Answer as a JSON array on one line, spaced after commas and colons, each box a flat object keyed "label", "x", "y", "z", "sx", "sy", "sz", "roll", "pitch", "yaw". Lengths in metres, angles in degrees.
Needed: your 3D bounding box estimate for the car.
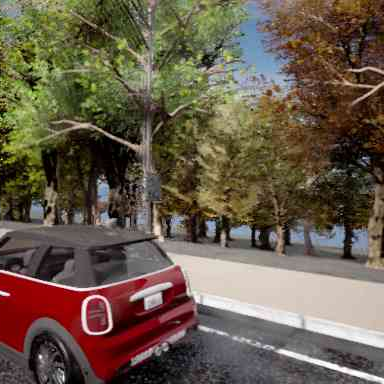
[{"label": "car", "x": -2.194, "y": 1.319, "z": 5.252, "sx": 4.553, "sy": 1.767, "sz": 2.097, "roll": 0, "pitch": 0, "yaw": 36}]
